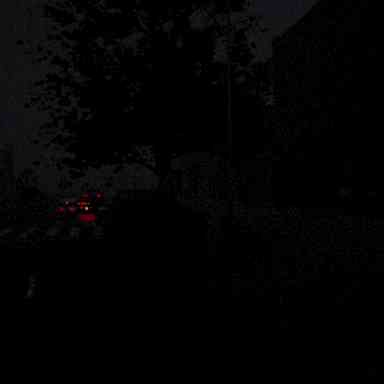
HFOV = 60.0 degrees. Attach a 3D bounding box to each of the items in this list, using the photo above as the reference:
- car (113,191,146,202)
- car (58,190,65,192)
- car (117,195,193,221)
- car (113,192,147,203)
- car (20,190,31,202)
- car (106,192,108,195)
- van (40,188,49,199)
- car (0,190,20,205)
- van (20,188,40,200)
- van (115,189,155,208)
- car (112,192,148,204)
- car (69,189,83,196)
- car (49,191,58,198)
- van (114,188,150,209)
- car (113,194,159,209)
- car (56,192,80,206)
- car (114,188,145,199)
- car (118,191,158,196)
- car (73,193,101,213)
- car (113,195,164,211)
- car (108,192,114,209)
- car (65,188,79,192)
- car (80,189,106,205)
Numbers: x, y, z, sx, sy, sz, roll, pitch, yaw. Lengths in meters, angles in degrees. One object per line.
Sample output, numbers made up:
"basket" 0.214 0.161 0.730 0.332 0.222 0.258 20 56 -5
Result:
"car" -9.729 0.671 51.733 4.892 1.521 2.231 0 1 -11
"car" -29.403 0.465 71.369 2.002 1.452 4.674 0 0 -6
"car" -2.366 1.194 22.700 4.892 1.521 2.231 0 1 -16
"car" -9.148 0.758 49.064 4.792 1.488 2.163 0 1 -11
"car" -26.163 0.808 49.404 2.163 1.488 4.792 0 1 -10
"car" -7.556 0.890 41.029 5.366 1.575 1.946 0 1 -13
"van" -27.997 0.339 60.241 1.878 1.987 4.442 0 1 -8
"car" -25.078 0.888 44.020 2.097 1.535 5.008 0 1 -11
"van" -27.123 0.439 54.773 1.878 1.987 4.442 0 1 -9
"van" -6.607 0.716 38.444 4.442 1.987 1.878 0 1 -14
"car" -8.632 0.815 46.385 4.792 1.488 2.163 0 1 -12
"car" -30.702 0.255 87.971 2.185 1.767 4.553 -1 0 -2
"car" -28.749 0.523 65.866 2.002 1.452 4.674 0 1 -7
"van" -3.983 0.891 27.967 4.442 1.987 1.878 0 1 -16
"car" -6.045 1.030 35.792 4.674 1.452 2.002 0 1 -14
"car" -15.695 1.005 42.691 1.895 1.301 4.718 0 1 -12
"car" -11.671 0.185 62.608 5.566 2.045 2.435 0 1 -8
"car" -3.085 1.030 25.358 4.553 1.767 2.185 0 1 -16
"car" -9.724 1.109 31.098 1.837 1.490 4.892 0 1 -15
"car" -5.393 1.064 33.259 4.792 1.488 2.163 0 1 -15
"car" -4.602 0.826 30.644 5.566 2.045 2.435 0 1 -16
"car" -30.395 0.122 82.370 2.435 2.045 5.566 -1 0 -3
"car" -12.794 0.604 43.394 2.150 2.045 5.566 0 2 -12
